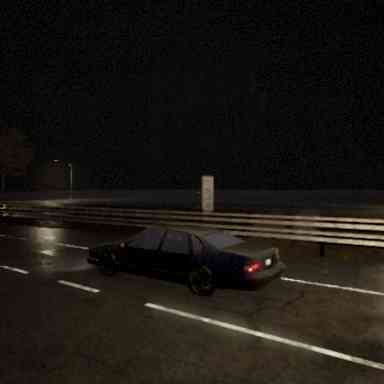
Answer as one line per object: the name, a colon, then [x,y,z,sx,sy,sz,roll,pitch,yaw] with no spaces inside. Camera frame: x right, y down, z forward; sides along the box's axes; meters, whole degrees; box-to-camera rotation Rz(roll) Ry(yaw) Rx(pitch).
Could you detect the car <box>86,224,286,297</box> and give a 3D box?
car: [-0.401,1.557,8.596,5.357,1.411,2.033,0,0,36]
